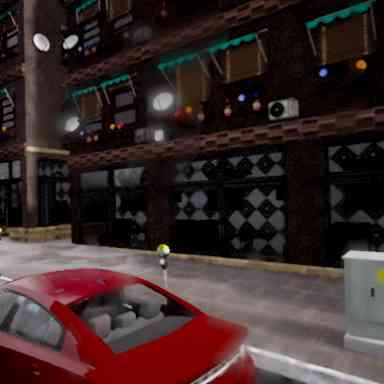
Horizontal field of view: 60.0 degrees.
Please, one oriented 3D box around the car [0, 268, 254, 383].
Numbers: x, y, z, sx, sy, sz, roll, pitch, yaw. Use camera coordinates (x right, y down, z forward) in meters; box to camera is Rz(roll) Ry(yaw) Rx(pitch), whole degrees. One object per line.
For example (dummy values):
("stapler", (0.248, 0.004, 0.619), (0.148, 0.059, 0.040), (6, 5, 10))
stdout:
("car", (-1.525, 1.577, 3.831), (4.507, 1.381, 1.887), (-1, -2, 36))
